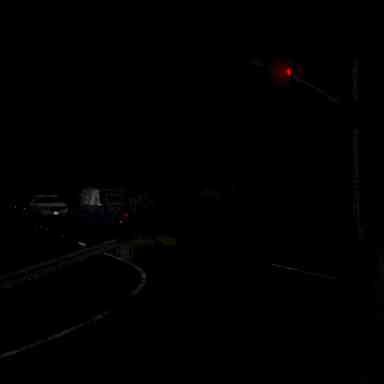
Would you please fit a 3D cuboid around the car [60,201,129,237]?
[{"bbox_3d":[-5.454,1.491,18.235,1.882,1.535,5.008,0,0,-36],"label":"car"}]

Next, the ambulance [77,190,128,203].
[{"bbox_3d":[-7.537,1.043,27.288,2.351,2.431,6.366,0,0,-36],"label":"ambulance"}]

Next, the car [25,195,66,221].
[{"bbox_3d":[-11.726,1.235,27.063,2.150,2.045,5.566,0,0,-35],"label":"car"}]

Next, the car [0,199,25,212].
[{"bbox_3d":[-19.555,1.517,36.426,4.892,1.490,1.837,0,0,36],"label":"car"}]
